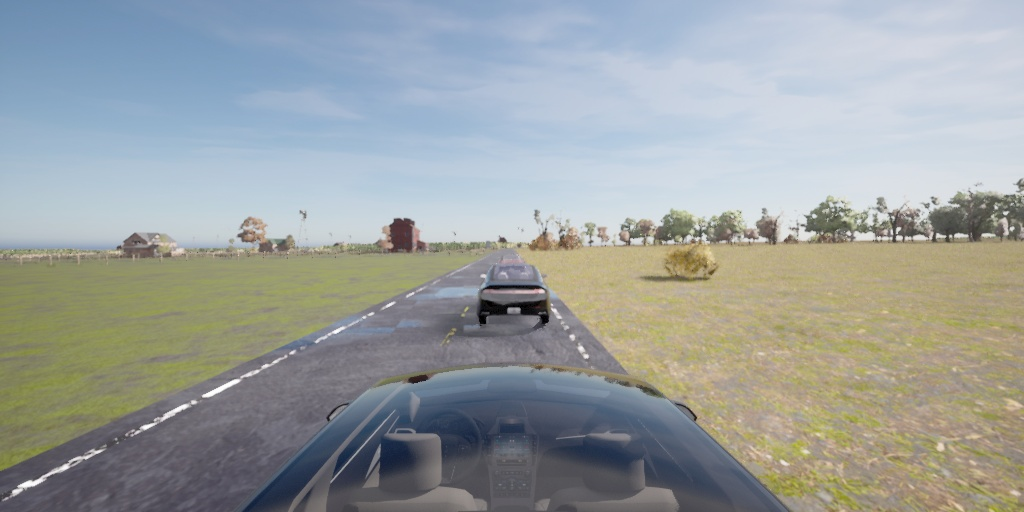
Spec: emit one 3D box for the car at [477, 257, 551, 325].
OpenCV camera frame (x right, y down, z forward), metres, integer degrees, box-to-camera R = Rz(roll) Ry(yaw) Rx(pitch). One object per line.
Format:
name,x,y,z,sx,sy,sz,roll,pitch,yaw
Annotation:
car,0.042,0.965,10.623,2.128,1.511,4.902,0,2,0

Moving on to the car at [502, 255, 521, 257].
car,-0.034,0.539,27.989,1.895,1.301,4.718,0,2,0
